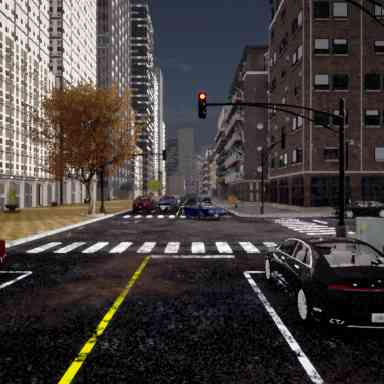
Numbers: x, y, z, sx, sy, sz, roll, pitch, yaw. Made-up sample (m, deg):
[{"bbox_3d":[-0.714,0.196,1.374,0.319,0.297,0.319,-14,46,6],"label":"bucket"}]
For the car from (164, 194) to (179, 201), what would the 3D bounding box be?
[{"bbox_3d":[-3.125,1.382,48.345,2.097,1.767,4.553,0,0,0],"label":"car"}]

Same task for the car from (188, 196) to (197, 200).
[{"bbox_3d":[0.065,1.619,68.895,1.994,1.385,4.181,0,0,-1],"label":"car"}]

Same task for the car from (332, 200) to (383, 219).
[{"bbox_3d":[13.409,1.350,26.316,4.403,1.369,2.008,-1,1,-1],"label":"car"}]

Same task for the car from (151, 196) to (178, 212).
[{"bbox_3d":[-3.124,1.512,38.466,2.128,1.511,4.902,0,0,0],"label":"car"}]

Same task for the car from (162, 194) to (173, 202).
[{"bbox_3d":[-5.739,1.386,77.947,2.192,1.841,5.009,0,0,0],"label":"car"}]

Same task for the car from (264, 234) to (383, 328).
[{"bbox_3d":[2.683,1.552,6.904,2.008,1.369,4.403,0,0,0],"label":"car"}]

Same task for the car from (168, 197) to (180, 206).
[{"bbox_3d":[-3.116,1.642,58.416,1.895,1.301,4.718,0,0,0],"label":"car"}]

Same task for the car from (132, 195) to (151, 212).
[{"bbox_3d":[-5.717,1.336,39.288,2.192,1.841,5.009,0,0,0],"label":"car"}]

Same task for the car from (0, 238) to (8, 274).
[{"bbox_3d":[-5.697,1.545,6.900,1.887,1.381,4.507,0,0,0],"label":"car"}]

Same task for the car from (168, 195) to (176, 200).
[{"bbox_3d":[-5.749,1.654,94.516,2.008,1.369,4.403,0,0,0],"label":"car"}]

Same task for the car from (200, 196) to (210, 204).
[{"bbox_3d":[2.649,1.578,67.076,1.752,1.417,4.829,0,0,0],"label":"car"}]

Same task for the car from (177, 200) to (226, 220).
[{"bbox_3d":[0.862,1.612,28.824,1.895,1.301,4.718,0,0,-31],"label":"car"}]

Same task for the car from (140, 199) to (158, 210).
[{"bbox_3d":[-5.719,1.592,44.811,1.947,1.339,4.313,0,0,0],"label":"car"}]

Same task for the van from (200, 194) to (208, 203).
[{"bbox_3d":[2.645,1.402,72.430,1.690,1.788,3.998,0,0,0],"label":"van"}]

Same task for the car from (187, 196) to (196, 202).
[{"bbox_3d":[-0.047,1.625,78.899,1.994,1.385,4.181,0,0,0],"label":"car"}]

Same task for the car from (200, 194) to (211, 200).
[{"bbox_3d":[2.652,1.611,61.384,1.947,1.339,4.313,0,0,0],"label":"car"}]

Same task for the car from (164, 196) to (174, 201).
[{"bbox_3d":[-5.742,1.632,83.471,2.008,1.369,4.403,0,0,0],"label":"car"}]

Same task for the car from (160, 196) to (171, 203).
[{"bbox_3d":[-5.736,1.627,72.425,1.947,1.339,4.313,0,0,0],"label":"car"}]
